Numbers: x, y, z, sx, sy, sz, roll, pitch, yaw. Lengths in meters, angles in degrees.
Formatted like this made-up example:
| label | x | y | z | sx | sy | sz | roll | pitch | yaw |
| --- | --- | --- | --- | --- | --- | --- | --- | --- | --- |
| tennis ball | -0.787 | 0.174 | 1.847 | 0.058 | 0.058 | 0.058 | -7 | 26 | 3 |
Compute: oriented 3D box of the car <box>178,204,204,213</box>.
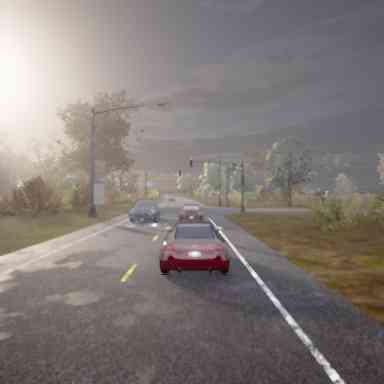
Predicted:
| label | x | y | z | sx | sy | sz | roll | pitch | yaw |
| --- | --- | --- | --- | --- | --- | --- | --- | --- | --- |
| car | -0.070 | 1.619 | 25.471 | 1.812 | 1.442 | 4.674 | 0 | 0 | -1 |

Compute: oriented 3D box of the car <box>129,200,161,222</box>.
| label | x | y | z | sx | sy | sz | roll | pitch | yaw |
| --- | --- | --- | --- | --- | --- | --- | --- | --- | --- |
| car | -3.715 | 1.450 | 26.895 | 2.097 | 1.767 | 4.553 | 0 | 0 | 0 |

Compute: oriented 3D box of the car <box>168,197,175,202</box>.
| label | x | y | z | sx | sy | sz | roll | pitch | yaw |
| --- | --- | --- | --- | --- | --- | --- | --- | --- | --- |
| car | -5.336 | 1.920 | 87.661 | 1.895 | 1.301 | 4.718 | 0 | 0 | -2 |

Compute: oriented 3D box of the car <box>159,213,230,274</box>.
| label | x | y | z | sx | sy | sz | roll | pitch | yaw |
| --- | --- | --- | --- | --- | --- | --- | --- | --- | --- |
| car | 0.061 | 1.603 | 10.725 | 1.994 | 1.385 | 4.181 | 0 | 0 | 0 |
